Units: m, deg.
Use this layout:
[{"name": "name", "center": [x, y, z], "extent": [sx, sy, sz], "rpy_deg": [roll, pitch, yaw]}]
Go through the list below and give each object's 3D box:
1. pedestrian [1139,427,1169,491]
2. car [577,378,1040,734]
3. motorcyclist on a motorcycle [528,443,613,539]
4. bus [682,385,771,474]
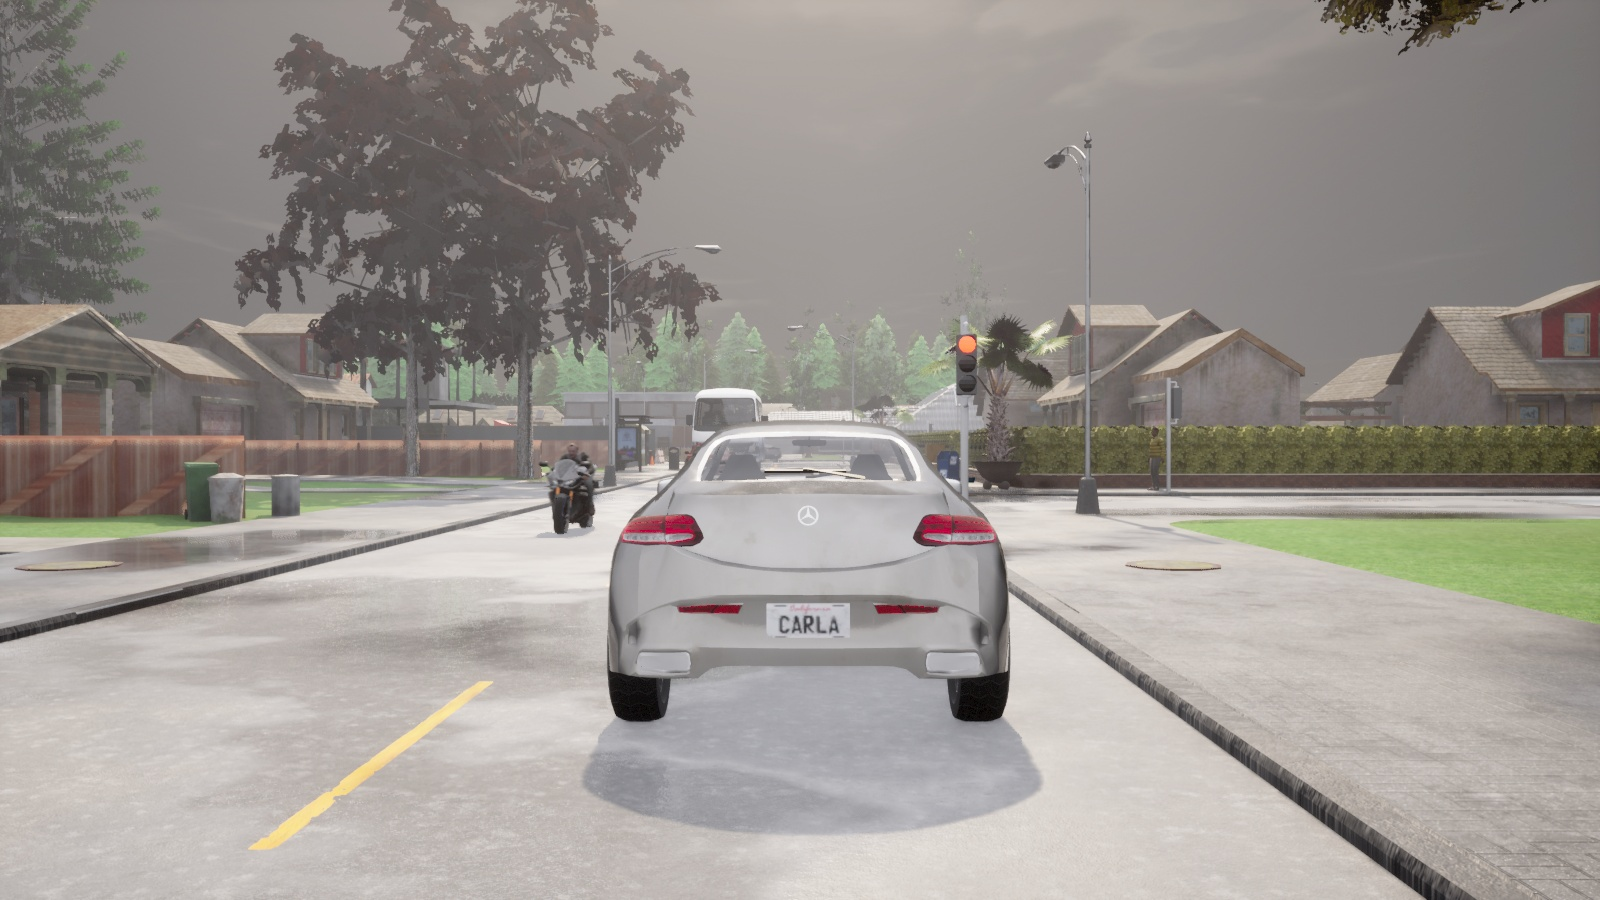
[{"name": "pedestrian", "center": [10.225, 0.260, 36.252], "extent": [0.709, 1.840, 0.431], "rpy_deg": [0, 0, -14]}, {"name": "car", "center": [0.062, 0.478, 8.355], "extent": [2.152, 1.651, 5.027], "rpy_deg": [0, 0, 1]}, {"name": "motorcyclist on a motorcycle", "center": [-3.852, 0.658, 21.267], "extent": [0.866, 1.530, 2.191], "rpy_deg": [0, 0, 5]}, {"name": "bus", "center": [-3.622, -1.001, 65.183], "extent": [3.944, 4.253, 10.273], "rpy_deg": [0, 0, 0]}]
